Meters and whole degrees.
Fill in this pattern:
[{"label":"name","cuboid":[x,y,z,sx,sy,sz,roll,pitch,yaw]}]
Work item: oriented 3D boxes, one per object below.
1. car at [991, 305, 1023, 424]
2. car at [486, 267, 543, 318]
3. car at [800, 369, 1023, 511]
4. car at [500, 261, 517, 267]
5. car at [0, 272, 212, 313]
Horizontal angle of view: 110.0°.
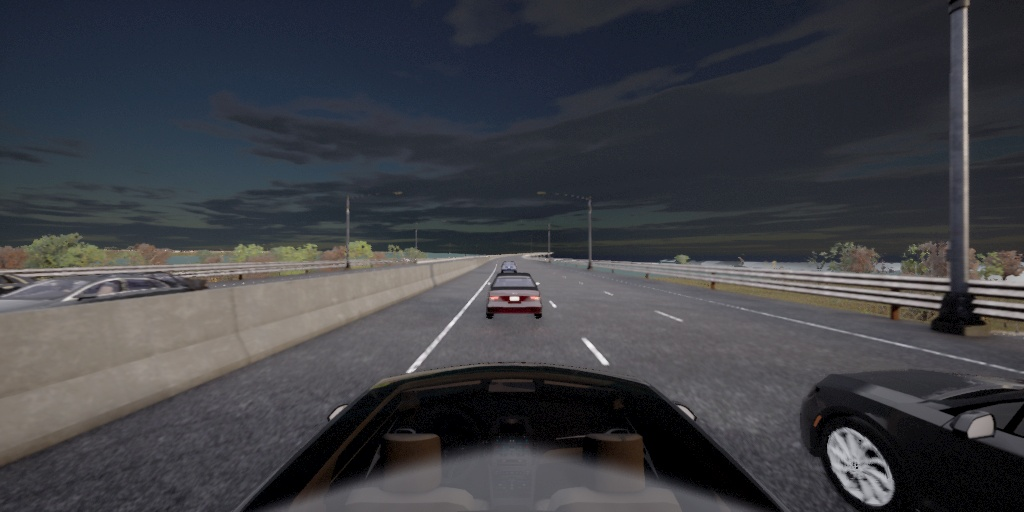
[{"label":"car","cuboid":[7.091,1.312,2.467,1.994,1.385,4.181,0,0,0]},{"label":"car","cuboid":[0.056,1.298,13.018,2.033,1.411,5.357,0,0,0]},{"label":"car","cuboid":[3.593,1.254,1.322,1.837,1.490,4.892,0,0,0]},{"label":"car","cuboid":[-0.374,1.281,42.037,2.033,1.411,5.357,0,0,-1]},{"label":"car","cuboid":[-10.624,1.245,8.906,2.128,1.511,4.902,0,0,0]}]
